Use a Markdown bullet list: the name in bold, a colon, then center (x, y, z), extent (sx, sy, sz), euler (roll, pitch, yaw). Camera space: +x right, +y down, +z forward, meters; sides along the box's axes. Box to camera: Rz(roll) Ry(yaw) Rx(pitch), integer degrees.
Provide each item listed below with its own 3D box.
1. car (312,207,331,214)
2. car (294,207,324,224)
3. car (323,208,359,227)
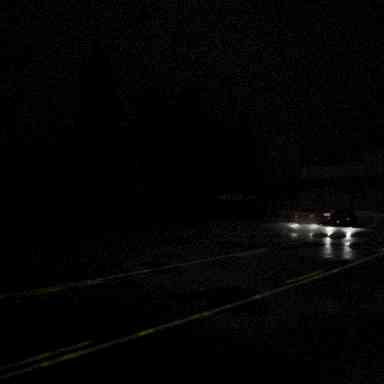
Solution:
- **car**: center (26.351, 3.751, 67.874), extent (1.895, 1.301, 4.718), euler (0, -2, -2)
- **car**: center (11.456, 2.227, 32.346), extent (1.882, 1.535, 5.008), euler (0, -2, 34)
- **car**: center (12.962, 2.173, 28.405), extent (1.812, 1.442, 4.674), euler (0, -2, 35)
